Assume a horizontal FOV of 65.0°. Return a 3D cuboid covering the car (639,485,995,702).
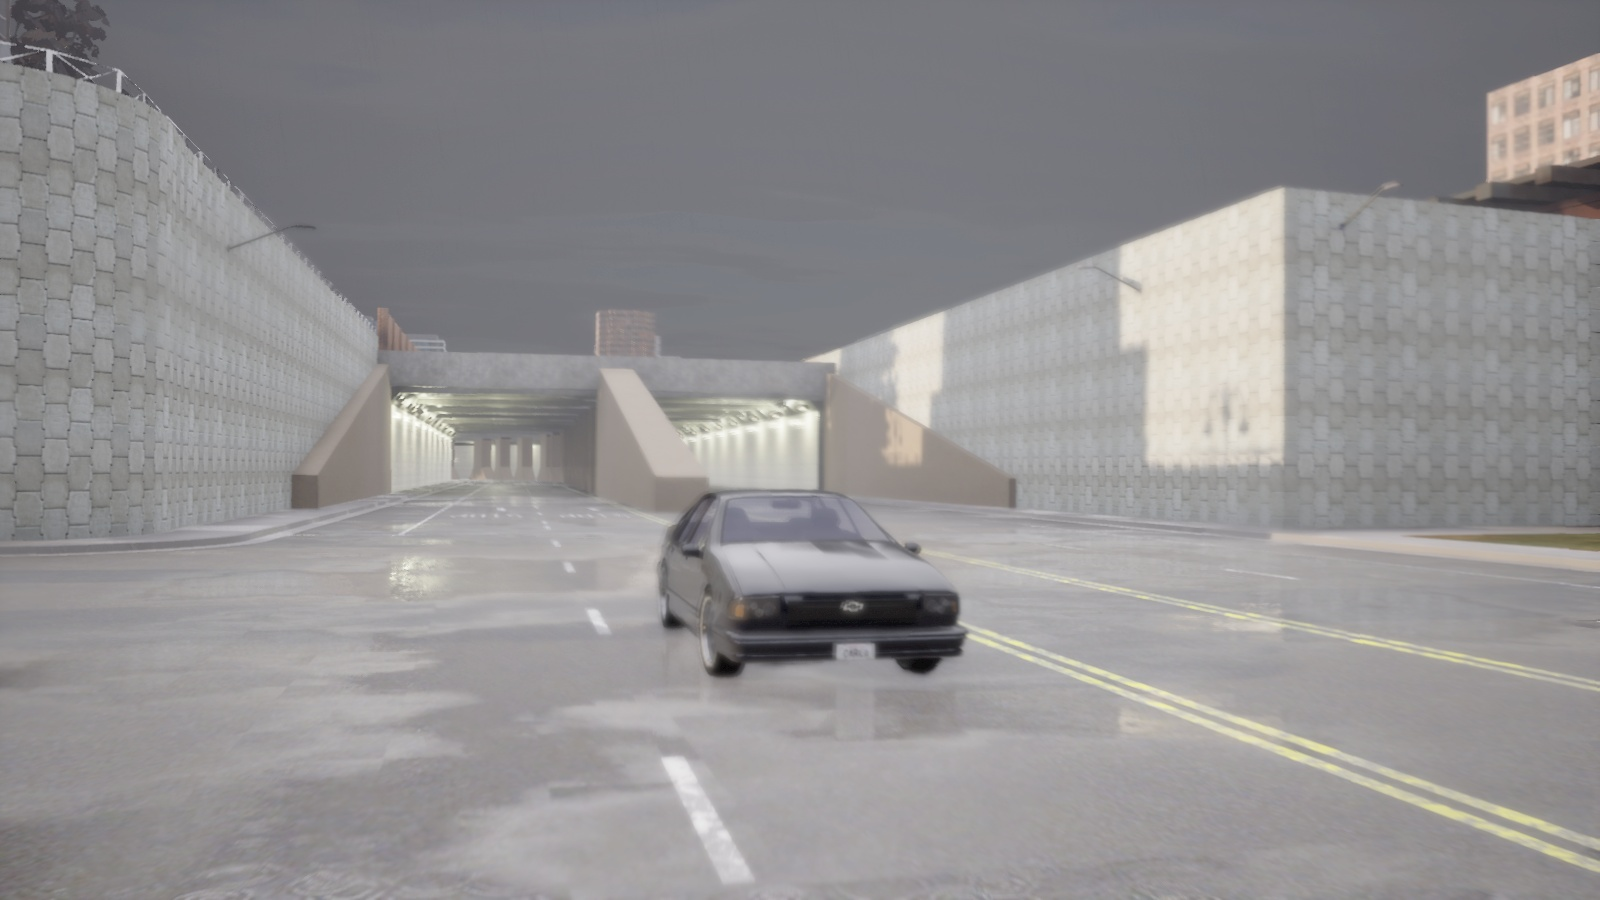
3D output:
[{"bbox_3d":[-0.187,1.057,11.398,2.033,1.411,5.357,0,-1,-13],"label":"car"}]
